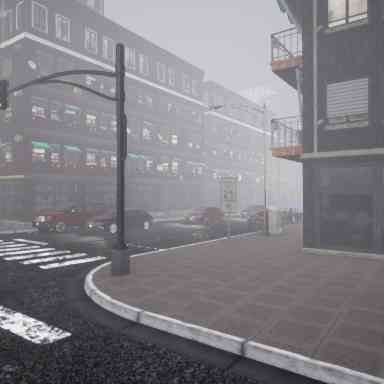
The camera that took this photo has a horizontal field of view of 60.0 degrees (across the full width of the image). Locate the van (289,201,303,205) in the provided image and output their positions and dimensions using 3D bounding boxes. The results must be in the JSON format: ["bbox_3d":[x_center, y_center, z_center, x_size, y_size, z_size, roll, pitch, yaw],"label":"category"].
[{"bbox_3d":[18.527,2.463,58.822,1.690,1.788,3.998,-2,-2,35],"label":"van"}]

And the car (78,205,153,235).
[{"bbox_3d":[-4.561,1.814,21.500,1.837,1.490,4.892,0,-1,35],"label":"car"}]

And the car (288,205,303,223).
[{"bbox_3d":[9.030,2.120,30.824,2.008,1.369,4.403,-2,-2,35],"label":"car"}]

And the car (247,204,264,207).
[{"bbox_3d":[7.270,2.189,38.280,1.837,1.490,4.892,0,-1,36],"label":"car"}]

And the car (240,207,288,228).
[{"bbox_3d":[5.758,2.048,26.174,1.802,1.307,4.206,-2,-2,35],"label":"car"}]

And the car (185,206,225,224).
[{"bbox_3d":[1.294,2.020,29.803,1.812,1.442,4.674,0,-1,35],"label":"car"}]

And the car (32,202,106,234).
[{"bbox_3d":[-7.647,1.603,21.641,2.192,1.841,5.009,-1,-2,35],"label":"car"}]
